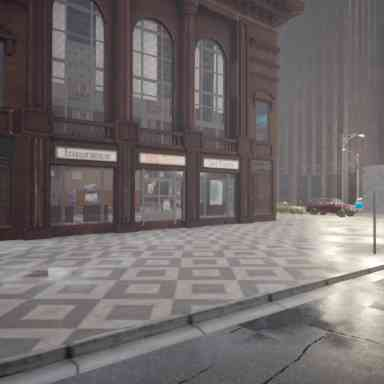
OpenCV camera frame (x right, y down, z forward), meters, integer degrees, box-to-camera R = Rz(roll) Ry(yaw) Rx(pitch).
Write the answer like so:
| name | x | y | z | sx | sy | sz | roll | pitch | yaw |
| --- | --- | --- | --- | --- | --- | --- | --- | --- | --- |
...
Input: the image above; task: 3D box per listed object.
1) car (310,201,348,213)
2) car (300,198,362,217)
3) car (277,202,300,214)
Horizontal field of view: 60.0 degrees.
| name | x | y | z | sx | sy | sz | roll | pitch | yaw |
| --- | --- | --- | --- | --- | --- | --- | --- | --- | --- |
| car | 17.670 | 1.899 | 43.116 | 1.802 | 1.307 | 4.206 | -1 | 0 | -35 |
| car | 13.953 | 1.523 | 33.598 | 2.192 | 1.841 | 5.009 | 0 | 0 | -35 |
| car | 10.809 | 1.800 | 38.052 | 1.752 | 1.417 | 4.829 | 0 | 0 | -35 |
